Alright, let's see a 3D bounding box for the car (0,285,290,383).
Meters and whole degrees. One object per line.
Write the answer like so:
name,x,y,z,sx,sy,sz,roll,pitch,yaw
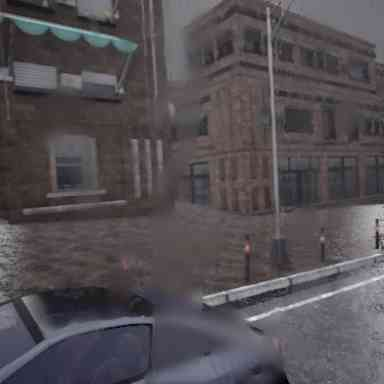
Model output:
car,-1.151,1.566,2.556,4.181,1.385,1.994,0,0,-35
